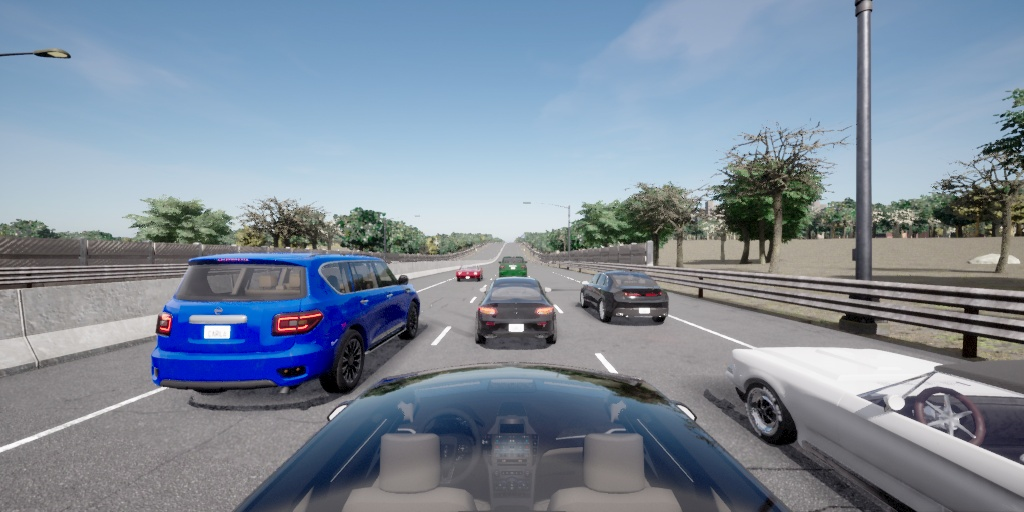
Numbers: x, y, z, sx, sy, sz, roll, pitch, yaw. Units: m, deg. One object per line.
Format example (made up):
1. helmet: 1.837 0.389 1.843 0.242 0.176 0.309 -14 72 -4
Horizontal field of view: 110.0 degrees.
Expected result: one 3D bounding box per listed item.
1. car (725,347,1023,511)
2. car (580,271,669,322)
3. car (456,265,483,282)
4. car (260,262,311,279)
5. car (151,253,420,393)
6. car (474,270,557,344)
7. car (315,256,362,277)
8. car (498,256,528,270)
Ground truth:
1. car: 3.597 1.350 2.337 1.895 1.301 4.718 0 0 0
2. car: 3.595 1.249 12.199 1.837 1.490 4.892 0 0 0
3. car: -3.422 1.370 29.680 1.895 1.301 4.718 0 0 -1
4. car: -21.130 1.310 33.649 1.812 1.442 4.674 0 0 0
5. car: -3.405 0.969 6.821 2.150 2.045 5.566 0 0 0
6. car: 0.093 1.271 9.485 1.812 1.442 4.674 0 0 0
7. car: -17.632 1.019 36.745 2.150 2.045 5.566 0 0 0
8. car: 0.075 0.988 28.792 2.150 2.045 5.566 0 0 0
